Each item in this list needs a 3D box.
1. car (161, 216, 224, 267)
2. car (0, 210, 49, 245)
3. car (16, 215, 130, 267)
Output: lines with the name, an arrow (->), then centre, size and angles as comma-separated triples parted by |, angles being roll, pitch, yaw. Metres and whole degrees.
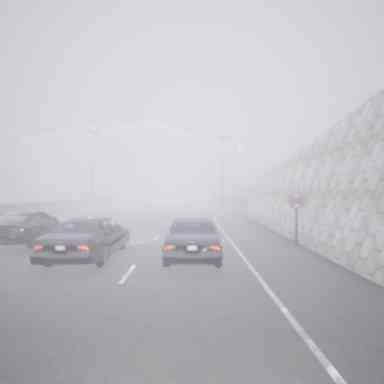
car -> 0.023, 1.531, 11.328 | 2.033, 1.411, 5.357 | 0, 0, 0
car -> -6.947, 1.504, 14.202 | 1.812, 1.442, 4.674 | 0, 0, 1
car -> -3.477, 1.531, 11.325 | 2.033, 1.411, 5.357 | 0, 0, 0
